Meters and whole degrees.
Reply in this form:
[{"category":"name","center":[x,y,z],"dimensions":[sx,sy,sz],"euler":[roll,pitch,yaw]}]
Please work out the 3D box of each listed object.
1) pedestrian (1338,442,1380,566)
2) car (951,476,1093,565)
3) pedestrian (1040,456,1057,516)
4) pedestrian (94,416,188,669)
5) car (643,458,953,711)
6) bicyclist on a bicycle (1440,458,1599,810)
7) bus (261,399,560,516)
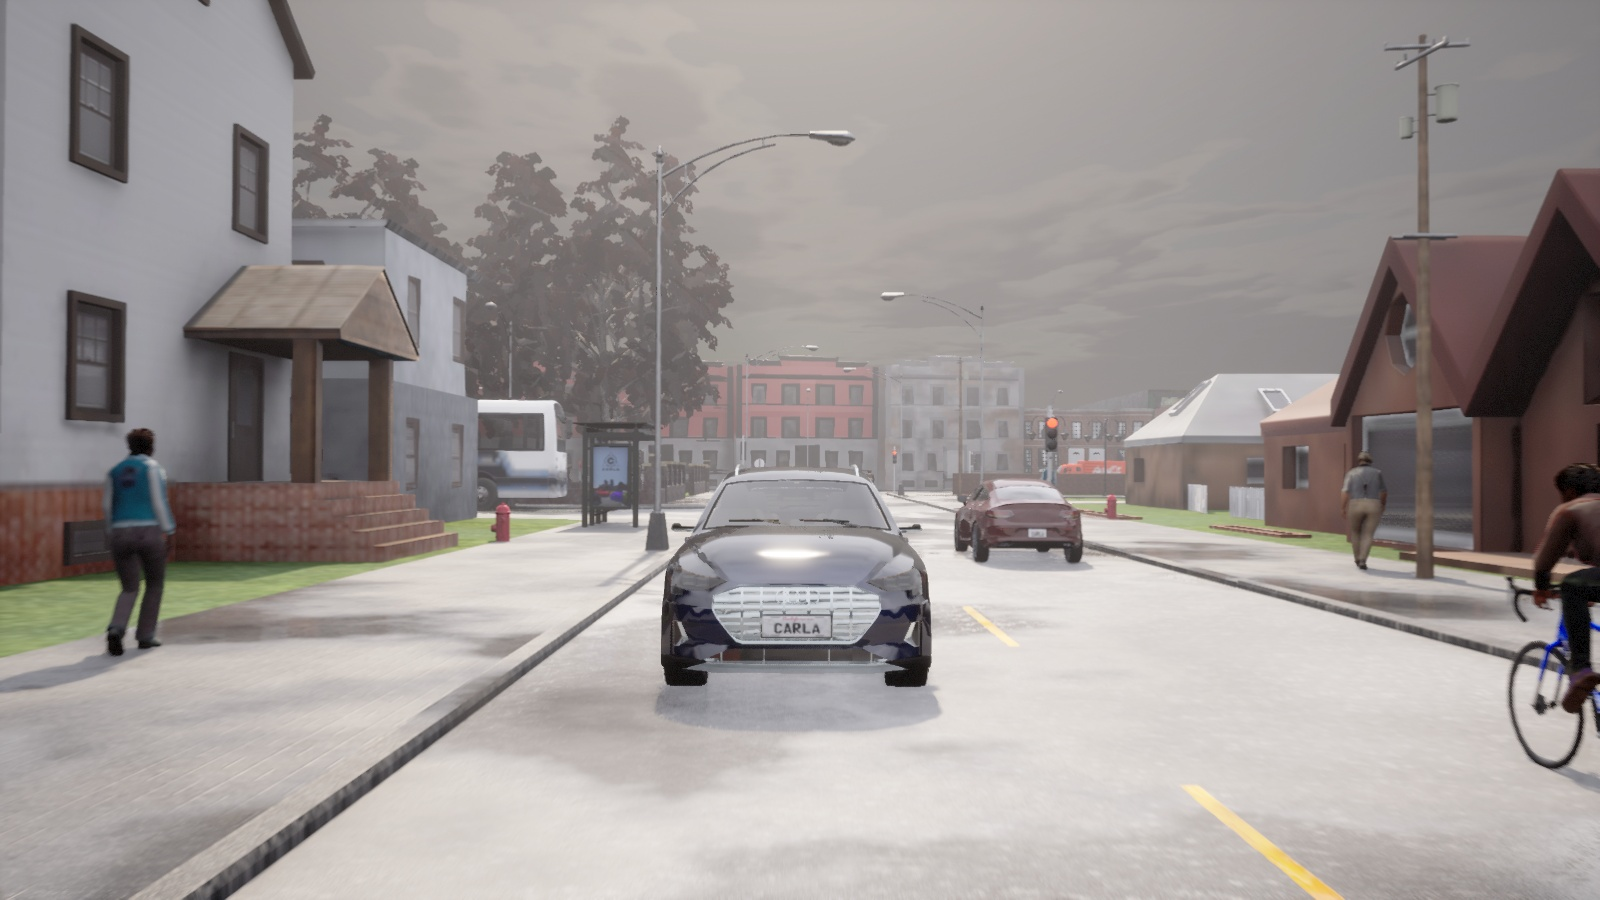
[{"category":"pedestrian","center":[8.528,0.811,19.138],"dimensions":[0.540,1.848,0.694],"euler":[-1,-1,26]},{"category":"car","center":[3.943,1.211,23.065],"dimensions":[1.812,1.442,4.674],"euler":[0,-1,1]},{"category":"pedestrian","center":[8.059,1.172,40.802],"dimensions":[0.396,1.930,0.692],"euler":[0,-1,-1]},{"category":"pedestrian","center":[-5.223,0.712,9.976],"dimensions":[0.396,1.930,0.692],"euler":[0,-1,-2]},{"category":"car","center":[-0.021,0.924,10.694],"dimensions":[2.033,1.649,4.856],"euler":[0,-1,0]},{"category":"bicyclist on a bicycle","center":[3.970,0.858,6.367],"dimensions":[0.582,1.620,1.656],"euler":[0,-1,0]},{"category":"bus","center":[-14.646,0.302,48.089],"dimensions":[10.273,4.253,3.944],"euler":[0,-1,-3]}]
